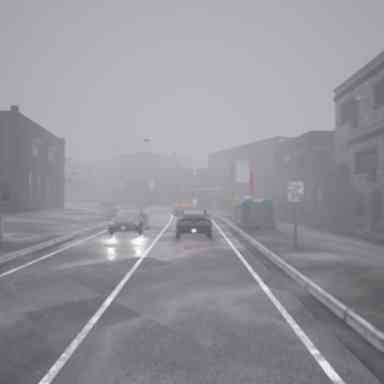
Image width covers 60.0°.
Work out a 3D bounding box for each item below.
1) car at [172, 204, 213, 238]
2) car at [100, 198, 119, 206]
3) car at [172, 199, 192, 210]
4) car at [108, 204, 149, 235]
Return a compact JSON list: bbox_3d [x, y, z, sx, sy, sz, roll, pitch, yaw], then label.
[{"bbox_3d":[0.094,1.622,18.470,1.837,1.490,4.892,0,0,0],"label":"car"},{"bbox_3d":[-14.819,1.785,59.618,2.128,1.511,4.902,1,-1,-41],"label":"car"},{"bbox_3d":[-1.129,1.605,39.196,2.097,1.767,4.553,0,0,-9],"label":"car"},{"bbox_3d":[-3.640,1.652,19.860,1.812,1.442,4.674,0,0,0],"label":"car"}]
